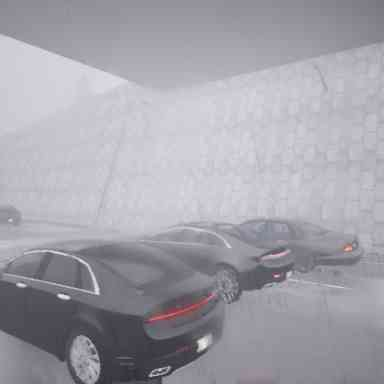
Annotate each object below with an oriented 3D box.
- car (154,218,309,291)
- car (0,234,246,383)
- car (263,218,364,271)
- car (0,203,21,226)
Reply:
[{"bbox_3d":[0.039,1.492,8.266,4.902,1.511,2.128,0,0,36],"label":"car"},{"bbox_3d":[-1.816,1.506,5.289,4.892,1.490,1.837,0,0,36],"label":"car"},{"bbox_3d":[2.529,1.548,10.795,5.357,1.411,2.033,0,0,35],"label":"car"},{"bbox_3d":[-13.209,1.511,22.026,4.892,1.490,1.837,0,0,36],"label":"car"}]
